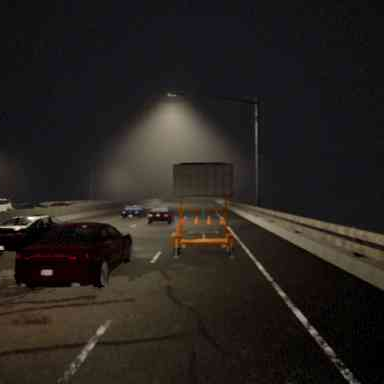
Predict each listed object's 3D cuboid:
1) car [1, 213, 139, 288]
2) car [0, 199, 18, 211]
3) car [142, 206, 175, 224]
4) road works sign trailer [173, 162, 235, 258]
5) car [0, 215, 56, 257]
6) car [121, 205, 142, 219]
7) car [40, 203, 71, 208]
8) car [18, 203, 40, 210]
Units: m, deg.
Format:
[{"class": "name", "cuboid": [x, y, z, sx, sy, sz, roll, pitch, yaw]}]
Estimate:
[{"class": "car", "cuboid": [-3.054, 1.610, 9.652, 1.882, 1.535, 5.008, -1, -1, 2]}, {"class": "car", "cuboid": [-23.351, 1.855, 38.968, 2.150, 2.045, 5.566, -1, -1, 2]}, {"class": "car", "cuboid": [-2.494, 1.861, 27.844, 2.033, 1.411, 5.357, -1, -1, 2]}, {"class": "road works sign trailer", "cuboid": [0.452, 0.601, 13.386, 2.380, 3.560, 2.880, -1, -1, 2]}, {"class": "car", "cuboid": [-6.428, 1.700, 13.769, 2.128, 1.511, 4.902, -1, -1, 2]}, {"class": "car", "cuboid": [-5.805, 2.010, 33.972, 1.895, 1.301, 4.718, -1, -1, 2]}, {"class": "car", "cuboid": [-16.284, 2.087, 40.889, 1.837, 1.490, 4.892, -1, -1, 2]}, {"class": "car", "cuboid": [-19.782, 2.123, 40.970, 1.837, 1.490, 4.892, -1, -1, 2]}]
